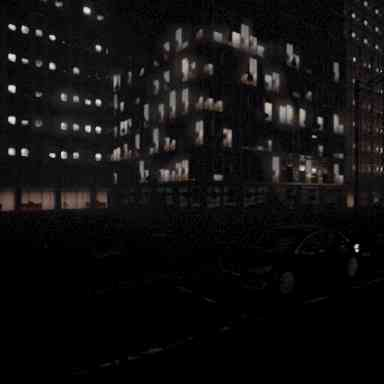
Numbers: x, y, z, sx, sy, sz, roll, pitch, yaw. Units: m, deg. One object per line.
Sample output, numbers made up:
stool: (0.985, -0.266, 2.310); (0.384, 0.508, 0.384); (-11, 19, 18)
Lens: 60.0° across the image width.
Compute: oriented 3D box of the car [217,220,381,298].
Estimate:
car: (2.617, 1.551, 8.427); (4.403, 1.369, 2.008); (0, 0, -36)

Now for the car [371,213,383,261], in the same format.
car: (7.121, 1.441, 11.640); (4.097, 1.590, 1.967); (0, 0, -36)
